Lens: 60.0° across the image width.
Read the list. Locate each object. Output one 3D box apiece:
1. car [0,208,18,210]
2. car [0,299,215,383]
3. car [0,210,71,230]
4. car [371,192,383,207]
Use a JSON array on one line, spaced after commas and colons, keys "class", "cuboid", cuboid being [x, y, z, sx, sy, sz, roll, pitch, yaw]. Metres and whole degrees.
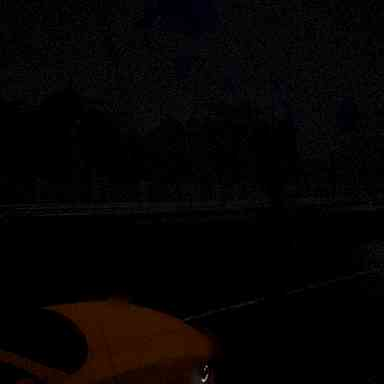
[{"class": "car", "cuboid": [-8.925, 1.575, 14.824, 4.181, 1.385, 1.994, 1, 0, -36]}, {"class": "car", "cuboid": [-2.067, 1.472, 2.271, 5.008, 1.535, 1.882, 1, -1, -36]}, {"class": "car", "cuboid": [-6.755, 1.538, 12.071, 4.674, 1.442, 1.812, 1, 0, -36]}, {"class": "car", "cuboid": [25.936, 0.959, 43.958, 5.566, 2.045, 2.150, -1, 0, -35]}]
